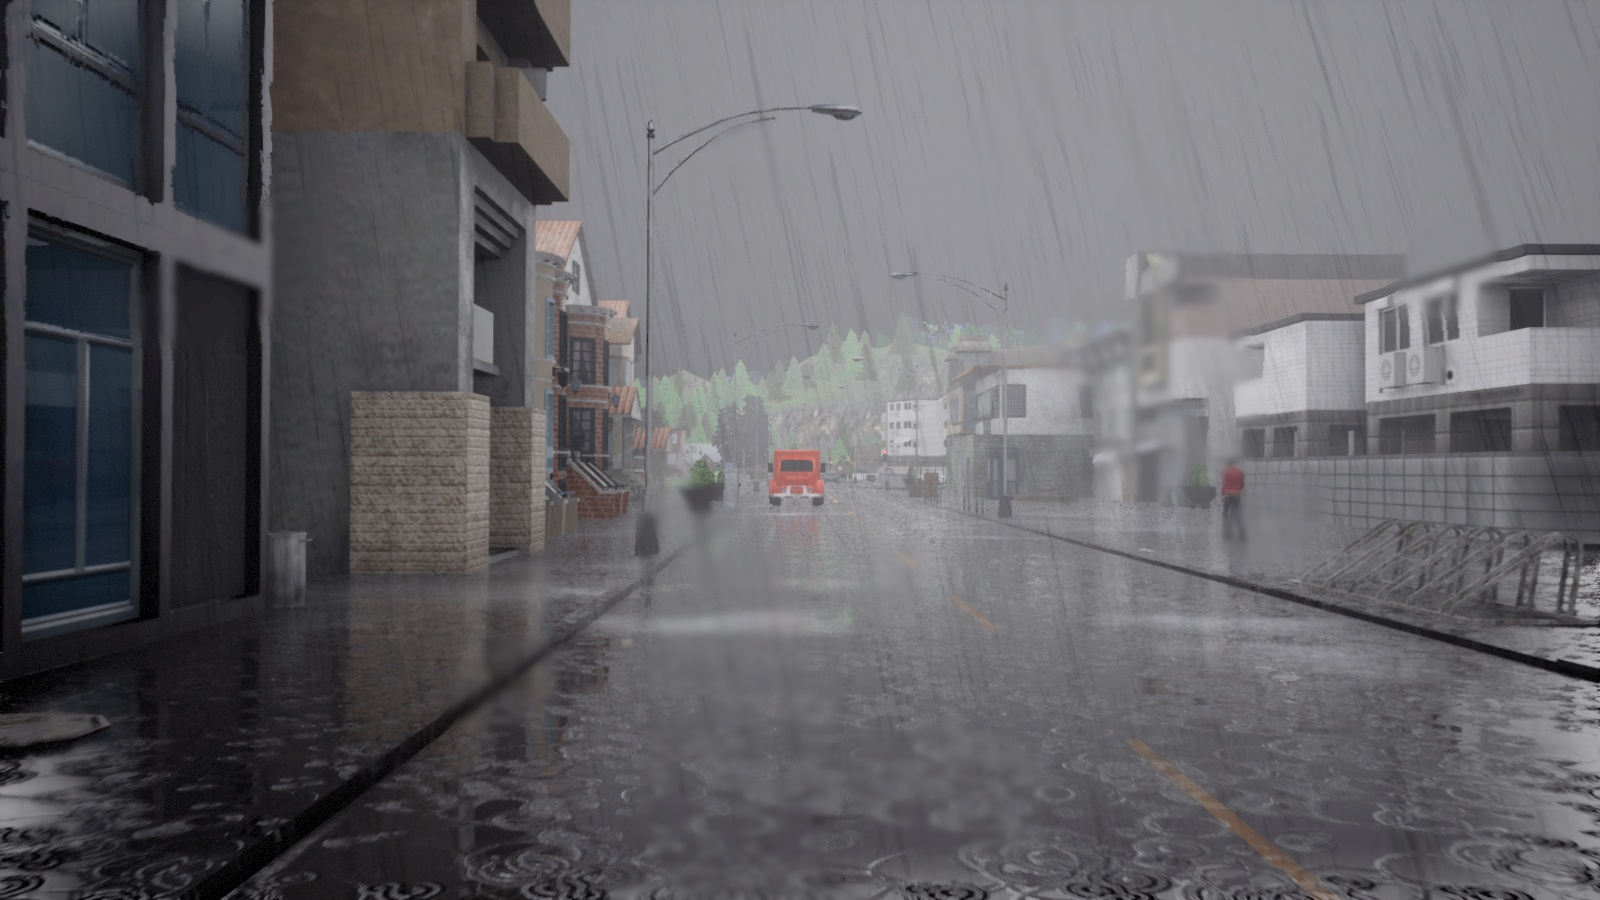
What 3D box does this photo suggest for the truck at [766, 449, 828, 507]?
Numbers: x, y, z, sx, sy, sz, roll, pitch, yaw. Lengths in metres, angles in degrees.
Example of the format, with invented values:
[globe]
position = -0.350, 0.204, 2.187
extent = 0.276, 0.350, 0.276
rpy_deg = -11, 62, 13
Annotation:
[truck]
position = -0.139, 1.234, 56.647
extent = 2.627, 2.467, 5.204
rpy_deg = 0, -1, 0
